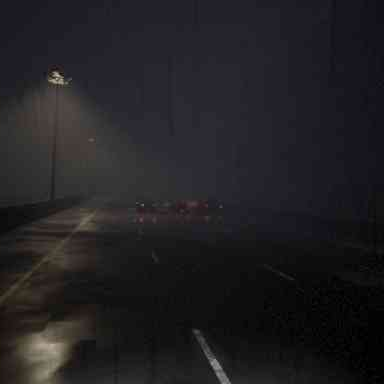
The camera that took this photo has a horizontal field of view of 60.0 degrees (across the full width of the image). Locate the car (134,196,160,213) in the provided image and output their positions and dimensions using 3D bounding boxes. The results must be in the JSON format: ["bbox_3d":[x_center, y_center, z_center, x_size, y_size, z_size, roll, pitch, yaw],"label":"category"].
[{"bbox_3d":[-4.936,1.446,36.240,1.812,1.442,4.674,3,0,-12],"label":"car"}]

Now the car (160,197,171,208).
[{"bbox_3d":[-3.737,1.431,47.039,1.837,1.490,4.892,3,1,-12],"label":"car"}]

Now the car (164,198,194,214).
[{"bbox_3d":[-1.532,1.672,37.026,1.895,1.301,4.718,3,0,-12],"label":"car"}]

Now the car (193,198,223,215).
[{"bbox_3d":[1.907,1.575,37.720,2.097,1.767,4.553,3,0,-12],"label":"car"}]

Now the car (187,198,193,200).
[{"bbox_3d":[-0.339,1.552,47.877,1.882,1.535,5.008,3,1,-12],"label":"car"}]
